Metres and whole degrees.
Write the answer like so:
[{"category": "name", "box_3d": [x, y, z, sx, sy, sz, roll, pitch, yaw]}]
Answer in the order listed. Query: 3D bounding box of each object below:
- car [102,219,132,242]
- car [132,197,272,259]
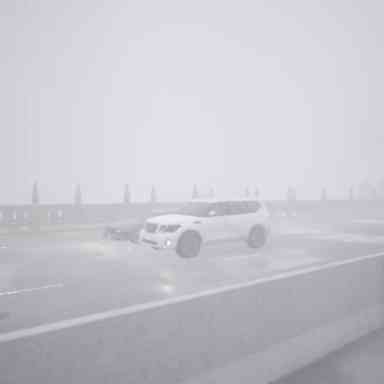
[{"category": "car", "box_3d": [-1.423, 1.562, 15.876, 5.357, 1.411, 2.033, 0, 0, -36]}, {"category": "car", "box_3d": [0.750, 1.237, 13.128, 5.566, 2.045, 2.150, 0, 0, -35]}]
